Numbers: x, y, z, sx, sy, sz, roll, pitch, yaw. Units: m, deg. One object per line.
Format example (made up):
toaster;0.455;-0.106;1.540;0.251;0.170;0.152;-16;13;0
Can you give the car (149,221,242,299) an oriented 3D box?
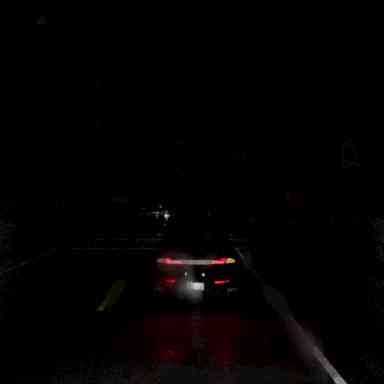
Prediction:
car;0.080;1.485;8.402;2.128;1.511;4.902;0;0;0

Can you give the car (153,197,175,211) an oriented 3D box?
car;-3.621;1.458;40.692;2.128;1.511;4.902;0;0;0

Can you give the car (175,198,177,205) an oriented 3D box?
car;-3.601;1.555;57.227;1.895;1.301;4.718;0;0;0
